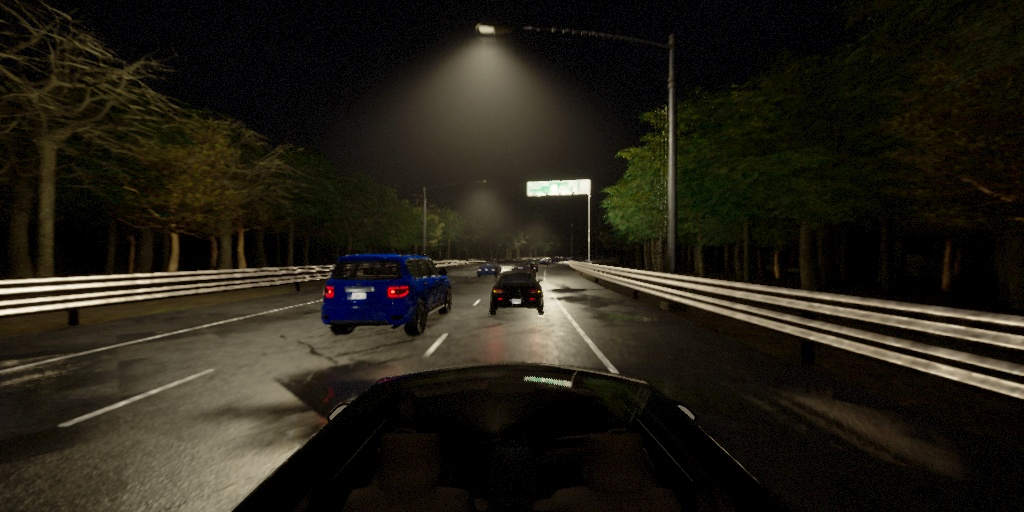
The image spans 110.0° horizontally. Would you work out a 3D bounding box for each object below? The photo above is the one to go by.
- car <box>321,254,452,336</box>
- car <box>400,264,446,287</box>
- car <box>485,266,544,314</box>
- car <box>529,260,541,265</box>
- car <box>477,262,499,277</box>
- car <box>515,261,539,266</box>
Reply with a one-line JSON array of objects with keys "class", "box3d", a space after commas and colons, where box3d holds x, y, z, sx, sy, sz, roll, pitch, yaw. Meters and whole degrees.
[{"class": "car", "box3d": [-3.293, 0.965, 10.568, 2.150, 2.045, 5.566, 0, 0, 2]}, {"class": "car", "box3d": [-6.213, 1.329, 25.611, 1.895, 1.301, 4.718, 0, 0, 3]}, {"class": "car", "box3d": [0.215, 1.278, 13.717, 1.812, 1.442, 4.674, 0, 0, 2]}, {"class": "car", "box3d": [2.372, 1.272, 44.962, 1.812, 1.442, 4.674, 0, 0, 6]}, {"class": "car", "box3d": [-2.083, 1.289, 34.549, 2.033, 1.411, 5.357, 0, 0, 5]}, {"class": "car", "box3d": [0.802, 1.315, 26.332, 1.994, 1.385, 4.181, 0, 0, 4]}]
